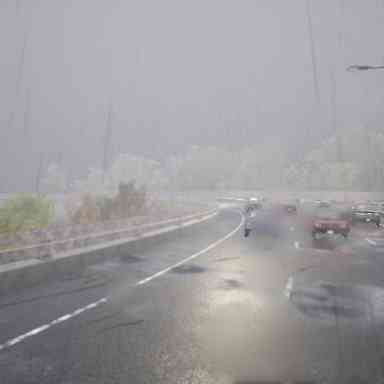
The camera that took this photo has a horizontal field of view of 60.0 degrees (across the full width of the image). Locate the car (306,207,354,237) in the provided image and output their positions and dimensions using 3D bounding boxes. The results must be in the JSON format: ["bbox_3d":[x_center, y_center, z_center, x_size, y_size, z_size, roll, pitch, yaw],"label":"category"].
[{"bbox_3d":[7.741,1.793,19.380,1.895,1.301,4.718,1,0,15],"label":"car"}]

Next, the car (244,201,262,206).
[{"bbox_3d":[7.576,1.824,41.138,1.837,1.490,4.892,1,0,4],"label":"car"}]

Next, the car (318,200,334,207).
[{"bbox_3d":[23.047,2.097,57.161,1.812,1.442,4.674,0,-1,32],"label":"car"}]

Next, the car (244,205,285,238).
[{"bbox_3d":[4.068,1.699,18.974,2.033,1.411,5.357,1,0,15],"label":"car"}]

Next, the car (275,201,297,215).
[{"bbox_3d":[10.985,1.821,39.393,1.882,1.535,5.008,1,0,4],"label":"car"}]

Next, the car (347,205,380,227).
[{"bbox_3d":[12.897,1.773,25.580,2.128,1.511,4.902,1,0,14],"label":"car"}]
